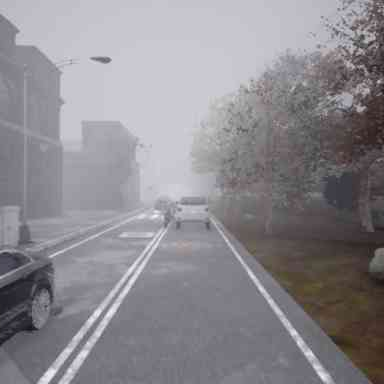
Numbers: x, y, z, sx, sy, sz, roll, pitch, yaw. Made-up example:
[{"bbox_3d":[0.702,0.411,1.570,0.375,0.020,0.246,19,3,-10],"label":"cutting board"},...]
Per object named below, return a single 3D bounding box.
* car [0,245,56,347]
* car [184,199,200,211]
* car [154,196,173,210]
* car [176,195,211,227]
[{"bbox_3d":[-3.343,1.485,4.017,2.128,1.511,4.902,0,0,0],"label":"car"},{"bbox_3d":[-0.018,1.525,40.580,1.895,1.301,4.718,0,0,0],"label":"car"},{"bbox_3d":[-3.457,1.263,40.932,2.097,1.767,4.553,0,0,0],"label":"car"},{"bbox_3d":[0.067,1.204,22.446,2.150,2.045,5.566,0,0,0],"label":"car"}]
